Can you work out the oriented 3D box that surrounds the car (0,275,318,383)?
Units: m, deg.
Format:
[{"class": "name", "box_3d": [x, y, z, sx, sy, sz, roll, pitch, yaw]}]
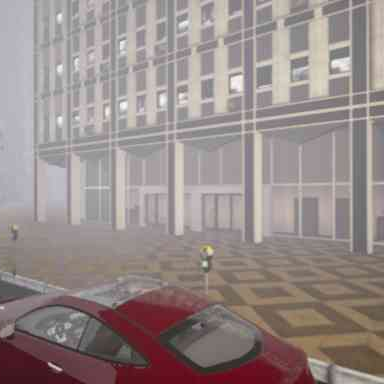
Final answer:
[{"class": "car", "box_3d": [-0.870, 1.583, 3.494, 4.206, 1.307, 1.802, 0, 0, 35]}]
